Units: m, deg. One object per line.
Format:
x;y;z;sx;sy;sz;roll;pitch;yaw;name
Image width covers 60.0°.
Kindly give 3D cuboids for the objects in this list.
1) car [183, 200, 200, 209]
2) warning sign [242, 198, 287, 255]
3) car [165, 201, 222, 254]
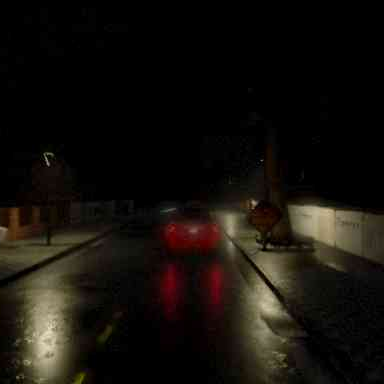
-0.005;1.968;53.833;1.994;1.385;4.181;0;-1;11;car
2.499;1.176;11.662;1.300;1.860;1.060;-1;-2;0;warning sign
0.074;1.426;13.994;2.097;1.767;4.553;0;0;0;car
